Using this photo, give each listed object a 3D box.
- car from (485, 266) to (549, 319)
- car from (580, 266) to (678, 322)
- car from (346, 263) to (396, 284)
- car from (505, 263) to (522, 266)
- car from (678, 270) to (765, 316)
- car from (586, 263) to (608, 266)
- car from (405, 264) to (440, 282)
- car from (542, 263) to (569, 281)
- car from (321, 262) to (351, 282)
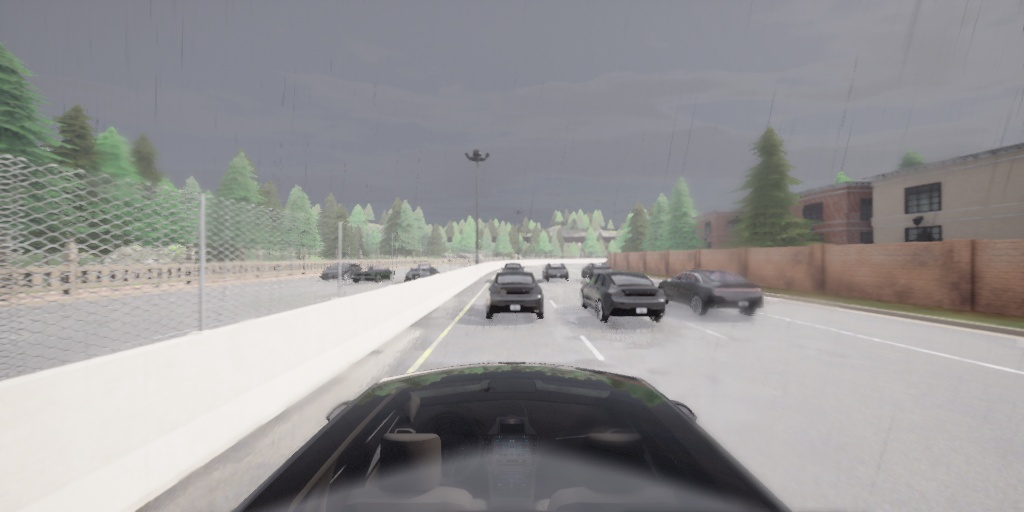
[{"bbox_3d":[0.095,1.275,12.982,1.837,1.490,4.892,0,0,0],"label":"car"},{"bbox_3d":[3.595,1.274,12.368,1.837,1.490,4.892,0,0,0],"label":"car"},{"bbox_3d":[-10.612,1.397,27.735,1.895,1.301,4.718,0,0,0],"label":"car"},{"bbox_3d":[0.086,1.306,30.214,1.837,1.490,4.892,0,0,0],"label":"car"},{"bbox_3d":[7.095,1.263,13.410,2.128,1.511,4.902,0,0,0],"label":"car"},{"bbox_3d":[7.086,1.293,30.118,2.128,1.511,4.902,0,0,0],"label":"car"},{"bbox_3d":[-7.109,1.362,28.793,1.994,1.385,4.181,0,0,0],"label":"car"},{"bbox_3d":[3.586,1.293,30.109,2.128,1.511,4.902,0,0,0],"label":"car"},{"bbox_3d":[-14.108,1.305,30.154,1.837,1.490,4.892,0,0,0],"label":"car"}]
